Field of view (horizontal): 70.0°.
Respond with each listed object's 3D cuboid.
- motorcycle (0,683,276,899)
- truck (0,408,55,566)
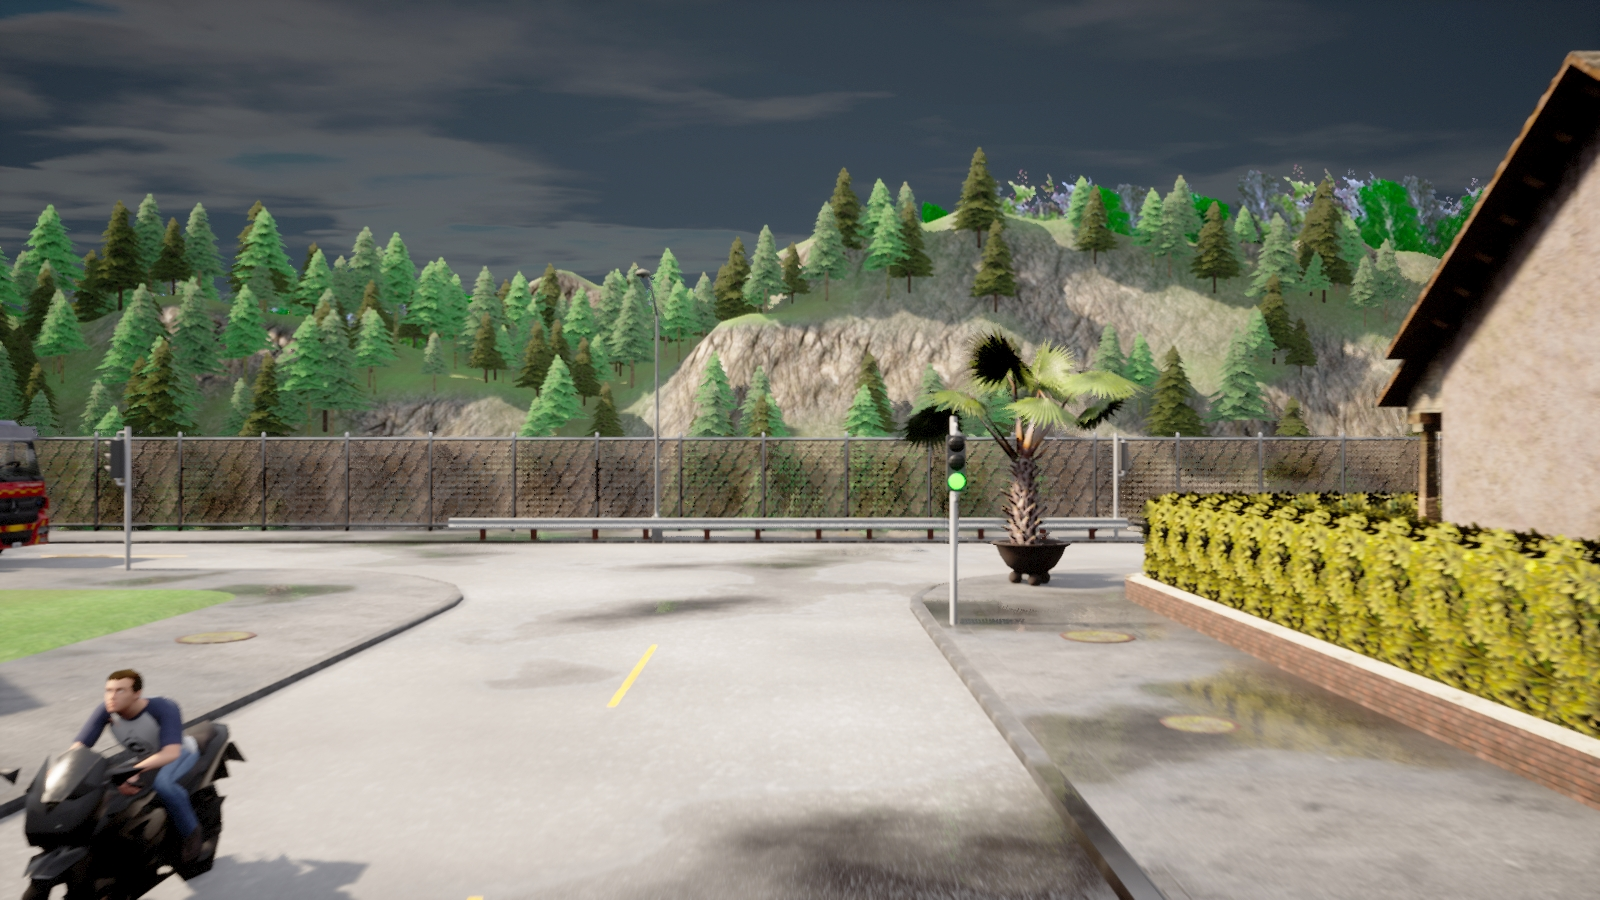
[{"bbox_3d":[-3.975,2.186,6.773,0.803,1.199,2.033,0,0,0],"label":"motorcycle"},{"bbox_3d":[-23.539,0.891,28.149,8.468,3.827,2.891,0,0,0],"label":"truck"}]
